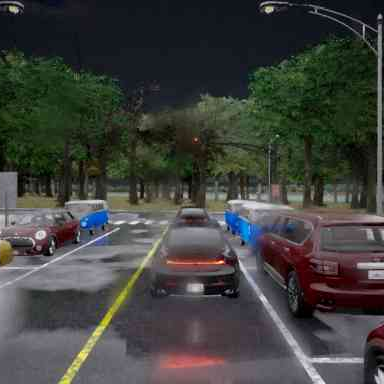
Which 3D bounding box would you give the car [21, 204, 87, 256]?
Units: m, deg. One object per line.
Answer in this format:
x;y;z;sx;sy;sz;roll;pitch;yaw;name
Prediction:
-5.770;1.441;12.771;1.967;1.590;4.097;0;0;0;car

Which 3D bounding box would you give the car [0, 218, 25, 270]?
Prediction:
-5.767;1.525;7.164;1.752;1.417;4.829;0;0;0;car

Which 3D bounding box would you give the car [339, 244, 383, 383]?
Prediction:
2.762;1.440;1.901;1.967;1.590;4.097;0;0;0;car

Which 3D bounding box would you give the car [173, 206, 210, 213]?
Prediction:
0.002;1.506;17.914;1.837;1.490;4.892;0;0;-1;car

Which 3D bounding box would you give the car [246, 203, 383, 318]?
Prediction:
2.758;1.315;7.339;2.192;1.841;5.009;0;0;0;car

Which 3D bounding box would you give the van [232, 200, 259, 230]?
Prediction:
2.755;1.342;12.776;1.690;1.788;3.998;0;0;0;van

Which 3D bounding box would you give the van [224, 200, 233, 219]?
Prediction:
2.752;1.342;18.214;1.690;1.788;3.998;0;0;0;van

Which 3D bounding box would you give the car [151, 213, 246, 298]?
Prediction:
0.073;1.505;8.510;1.837;1.490;4.892;0;0;0;car

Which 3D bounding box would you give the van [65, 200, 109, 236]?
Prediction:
-5.773;1.342;18.209;1.690;1.788;3.998;0;0;0;van
